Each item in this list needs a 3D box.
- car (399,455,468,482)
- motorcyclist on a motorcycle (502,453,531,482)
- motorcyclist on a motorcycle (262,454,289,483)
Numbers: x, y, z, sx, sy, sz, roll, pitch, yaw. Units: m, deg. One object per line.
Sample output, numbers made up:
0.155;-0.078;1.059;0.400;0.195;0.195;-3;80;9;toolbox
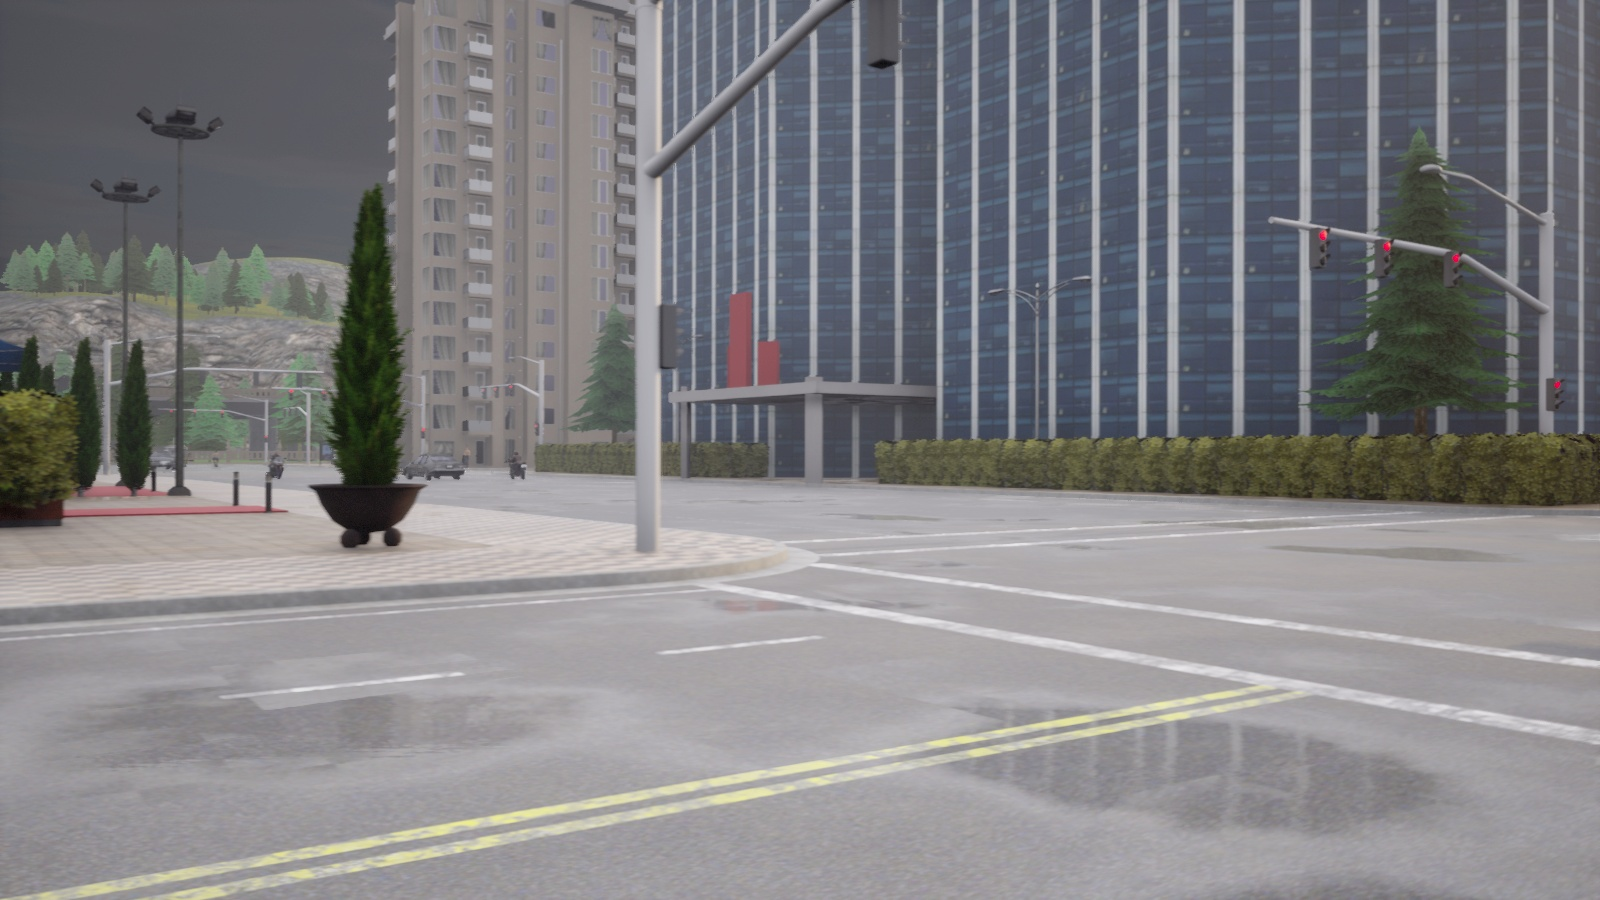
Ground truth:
-20.047;1.003;68.531;2.033;1.411;5.357;0;0;-35;car
-15.349;0.926;67.945;0.797;1.523;2.044;0;0;-35;motorcyclist on a motorcycle
-28.647;1.008;68.578;0.866;1.530;2.191;0;0;-35;motorcyclist on a motorcycle
